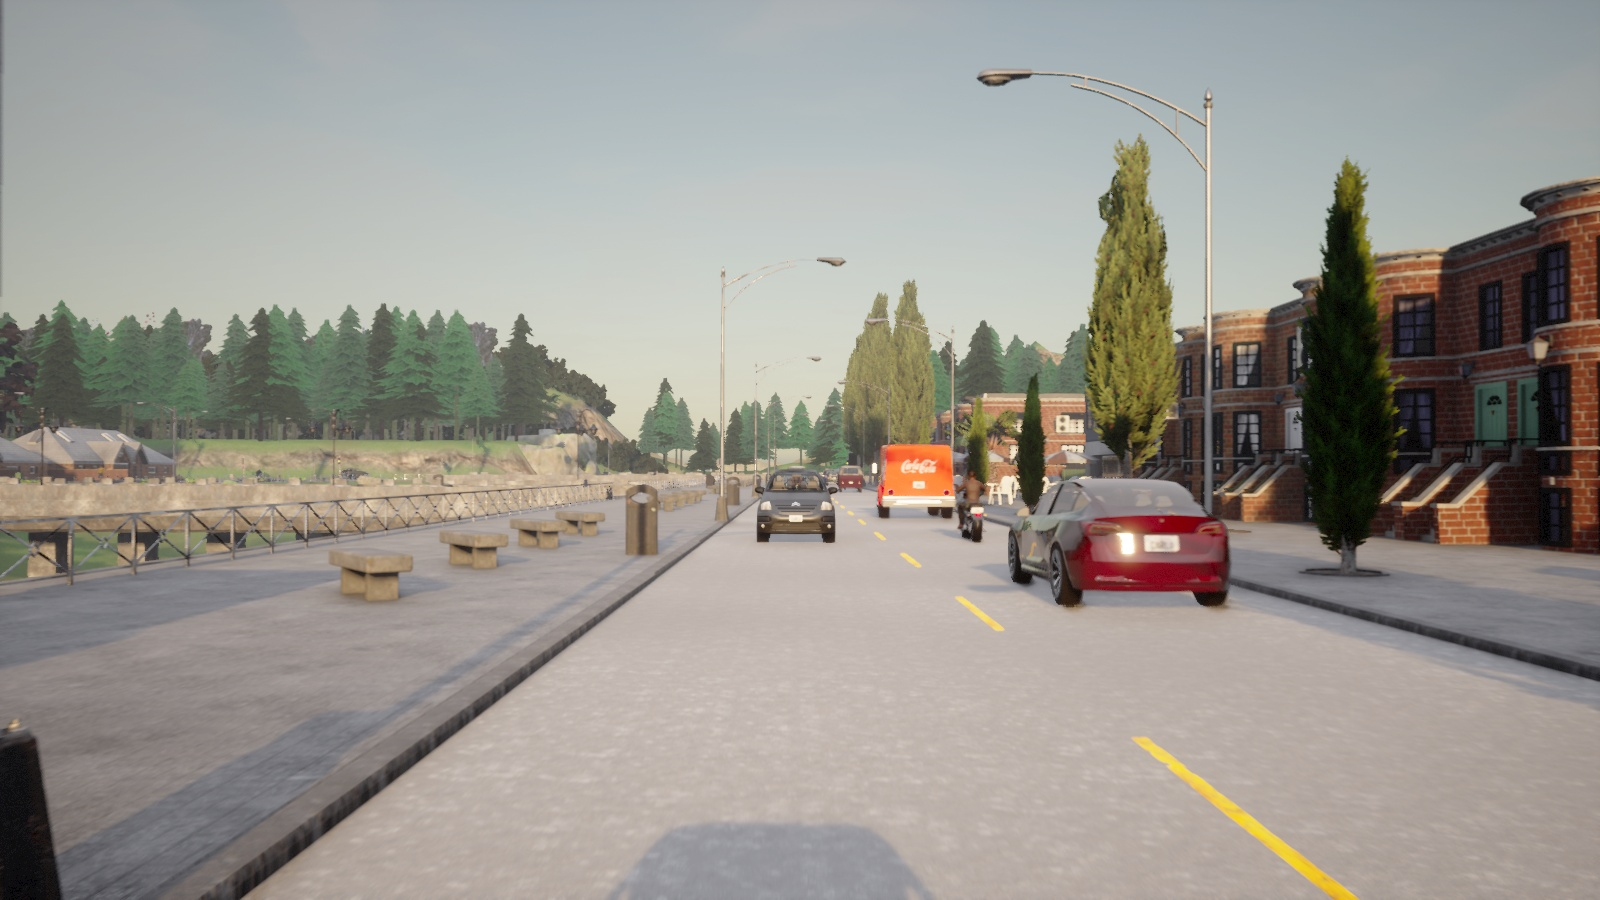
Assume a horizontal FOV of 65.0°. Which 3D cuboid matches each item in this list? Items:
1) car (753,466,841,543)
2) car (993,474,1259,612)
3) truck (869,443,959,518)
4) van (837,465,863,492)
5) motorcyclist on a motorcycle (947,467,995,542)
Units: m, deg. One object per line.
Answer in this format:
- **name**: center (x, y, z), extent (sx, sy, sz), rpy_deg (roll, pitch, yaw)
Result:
- **car**: center (-0.074, 1.190, 28.497), extent (1.851, 1.617, 3.988), rpy_deg (0, -1, 0)
- **car**: center (3.957, 1.070, 16.202), extent (2.163, 1.488, 4.792), rpy_deg (0, -1, 0)
- **truck**: center (3.884, 1.044, 43.701), extent (2.627, 2.467, 5.204), rpy_deg (0, -1, 0)
- **van**: center (3.753, 2.135, 94.566), extent (1.775, 1.987, 4.442), rpy_deg (0, -1, 0)
- **motorcyclist on a motorcycle**: center (3.924, 1.234, 28.927), extent (0.766, 1.649, 2.350), rpy_deg (0, -1, 0)
